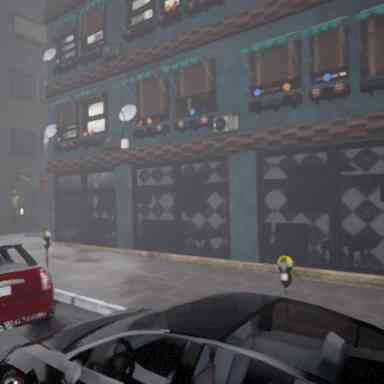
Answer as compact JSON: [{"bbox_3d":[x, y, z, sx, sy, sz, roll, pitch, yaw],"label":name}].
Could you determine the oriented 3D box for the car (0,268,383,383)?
[{"bbox_3d":[0.136,1.579,2.793,4.313,1.339,1.947,-1,-1,35],"label":"car"}]

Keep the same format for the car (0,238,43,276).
[{"bbox_3d":[-4.361,1.508,6.001,4.097,1.590,1.967,-1,-1,35],"label":"car"}]
